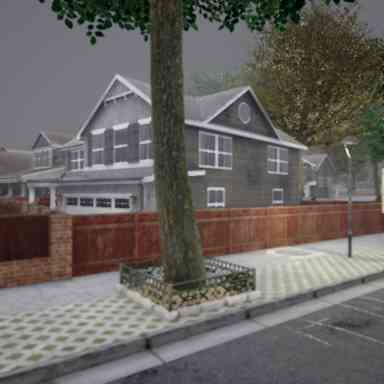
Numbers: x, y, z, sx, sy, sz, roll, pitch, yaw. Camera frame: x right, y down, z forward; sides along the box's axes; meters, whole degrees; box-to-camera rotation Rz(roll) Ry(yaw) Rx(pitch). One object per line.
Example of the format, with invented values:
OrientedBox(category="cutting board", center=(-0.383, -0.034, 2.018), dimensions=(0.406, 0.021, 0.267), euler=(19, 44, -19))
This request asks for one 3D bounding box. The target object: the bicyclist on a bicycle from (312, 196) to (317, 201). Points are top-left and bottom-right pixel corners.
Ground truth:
OrientedBox(category="bicyclist on a bicycle", center=(13.521, 1.235, 36.732), dimensions=(0.582, 1.620, 1.656), euler=(1, 1, 43))
